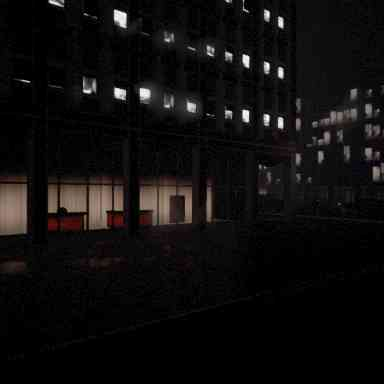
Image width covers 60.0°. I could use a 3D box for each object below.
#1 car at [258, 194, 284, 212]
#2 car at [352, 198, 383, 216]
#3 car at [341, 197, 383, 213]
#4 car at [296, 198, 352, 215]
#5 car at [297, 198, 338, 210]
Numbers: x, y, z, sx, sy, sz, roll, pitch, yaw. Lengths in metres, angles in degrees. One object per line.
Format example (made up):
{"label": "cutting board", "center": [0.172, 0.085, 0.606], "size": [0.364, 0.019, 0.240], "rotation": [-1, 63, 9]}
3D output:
{"label": "car", "center": [8.560, 1.171, 36.074], "size": [2.192, 1.841, 5.009], "rotation": [1, 0, -36]}
{"label": "car", "center": [16.504, 1.399, 29.838], "size": [1.882, 1.535, 5.008], "rotation": [0, 0, -38]}
{"label": "car", "center": [18.858, 1.360, 36.620], "size": [1.967, 1.590, 4.097], "rotation": [1, 0, -36]}
{"label": "car", "center": [12.008, 1.415, 31.351], "size": [1.752, 1.417, 4.829], "rotation": [1, 0, -36]}
{"label": "car", "center": [15.459, 1.438, 41.170], "size": [2.008, 1.369, 4.403], "rotation": [1, 0, -36]}
